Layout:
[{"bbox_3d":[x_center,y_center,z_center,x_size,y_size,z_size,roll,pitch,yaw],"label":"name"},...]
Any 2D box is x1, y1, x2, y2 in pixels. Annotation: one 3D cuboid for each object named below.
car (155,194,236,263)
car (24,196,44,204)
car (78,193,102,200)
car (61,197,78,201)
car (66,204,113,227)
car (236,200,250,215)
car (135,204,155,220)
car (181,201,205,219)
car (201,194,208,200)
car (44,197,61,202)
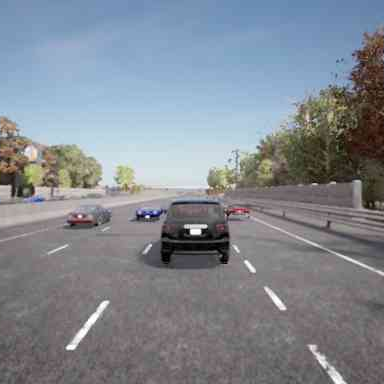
[{"bbox_3d":[0.100,1.221,12.138,2.150,2.045,5.566,0,0,0],"label":"car"},{"bbox_3d":[-28.013,1.507,59.367,1.882,1.535,5.008,0,0,0],"label":"car"},{"bbox_3d":[-17.535,1.250,58.607,2.150,2.045,5.566,0,0,1],"label":"car"},{"bbox_3d":[-21.030,1.555,59.052,1.812,1.442,4.674,0,0,1],"label":"car"},{"bbox_3d":[-6.899,1.551,22.949,2.033,1.411,5.357,0,0,0],"label":"car"},{"bbox_3d":[3.500,1.298,27.104,1.882,1.535,5.008,0,0,0],"label":"car"},{"bbox_3d":[-3.399,1.607,27.619,1.895,1.301,4.718,0,0,0],"label":"car"},{"bbox_3d":[0.101,1.571,29.855,1.994,1.385,4.181,0,0,0],"label":"car"},{"bbox_3d":[3.498,1.373,95.107,1.882,1.535,5.008,0,0,0],"label":"car"},{"bbox_3d":[-24.518,1.593,60.410,1.994,1.385,4.181,0,0,0],"label":"car"}]
